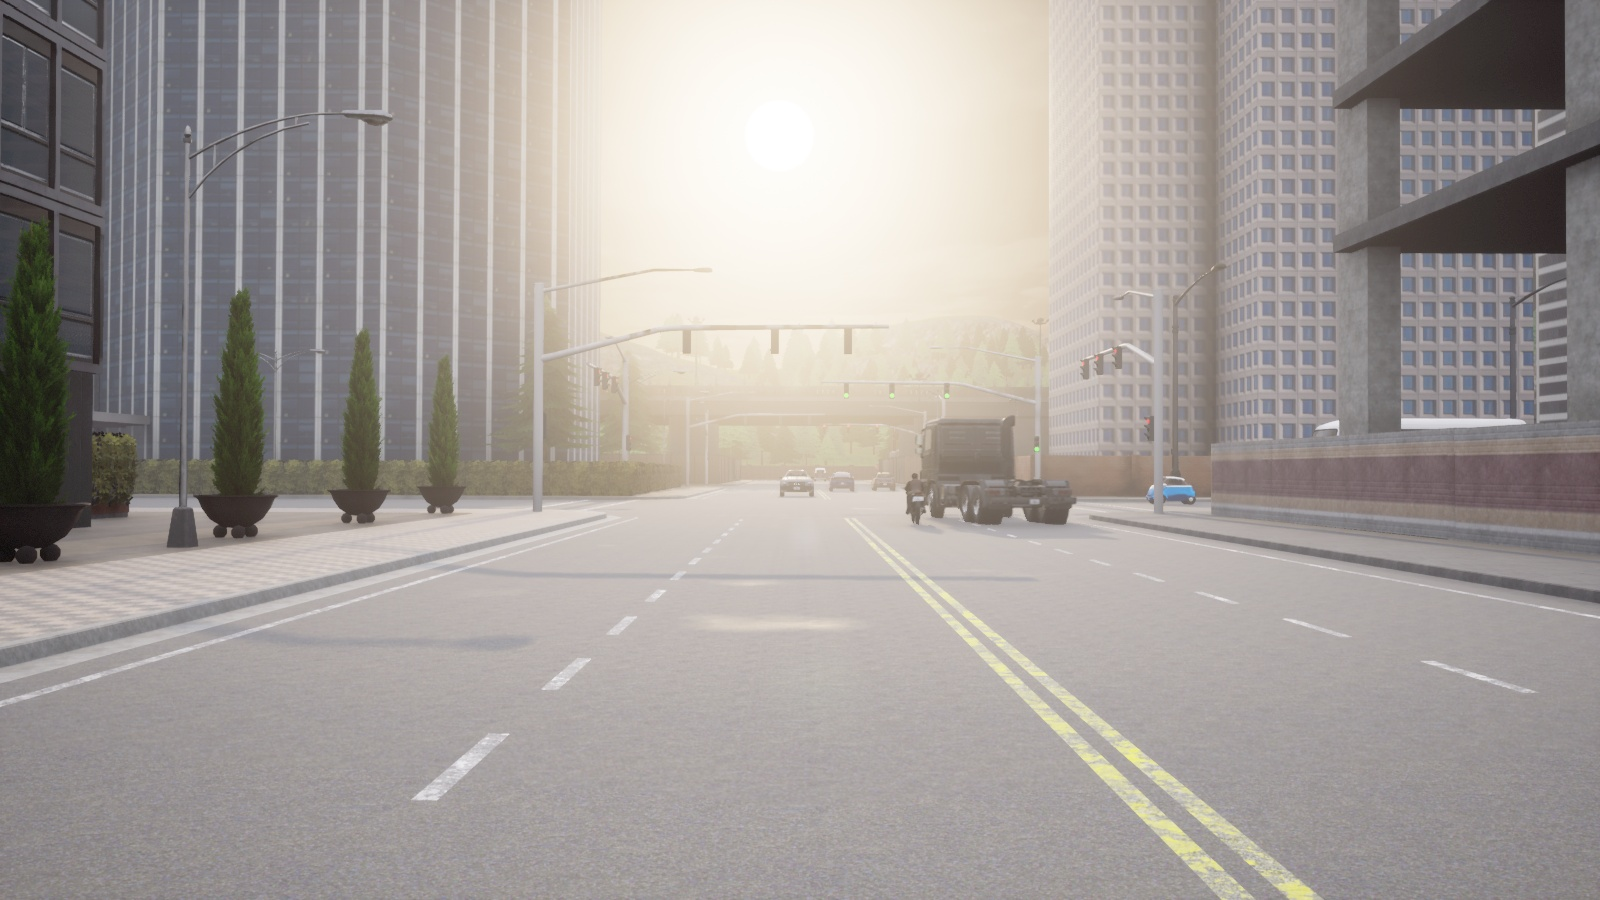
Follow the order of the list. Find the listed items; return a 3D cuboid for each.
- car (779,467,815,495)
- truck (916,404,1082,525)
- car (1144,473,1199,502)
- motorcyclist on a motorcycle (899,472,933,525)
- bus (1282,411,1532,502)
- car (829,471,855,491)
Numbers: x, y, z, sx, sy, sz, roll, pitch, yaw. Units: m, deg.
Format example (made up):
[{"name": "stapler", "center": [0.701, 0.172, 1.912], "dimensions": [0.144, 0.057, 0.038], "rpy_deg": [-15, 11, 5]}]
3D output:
[{"name": "car", "center": [-0.183, 1.908, 78.435], "dimensions": [2.152, 1.651, 5.027], "rpy_deg": [0, -1, 0]}, {"name": "truck", "center": [6.152, 0.483, 40.340], "dimensions": [2.891, 3.462, 7.936], "rpy_deg": [0, -1, -9]}, {"name": "car", "center": [18.165, 1.826, 61.453], "dimensions": [2.207, 1.376, 1.481], "rpy_deg": [0, -1, 0]}, {"name": "motorcyclist on a motorcycle", "center": [3.413, 1.406, 37.184], "dimensions": [0.797, 1.523, 2.044], "rpy_deg": [0, -1, 0]}, {"name": "bus", "center": [29.482, 0.349, 61.421], "dimensions": [10.273, 4.253, 3.944], "rpy_deg": [0, -1, 0]}, {"name": "car", "center": [3.270, 2.425, 98.267], "dimensions": [1.882, 1.535, 5.008], "rpy_deg": [0, -1, 0]}]
